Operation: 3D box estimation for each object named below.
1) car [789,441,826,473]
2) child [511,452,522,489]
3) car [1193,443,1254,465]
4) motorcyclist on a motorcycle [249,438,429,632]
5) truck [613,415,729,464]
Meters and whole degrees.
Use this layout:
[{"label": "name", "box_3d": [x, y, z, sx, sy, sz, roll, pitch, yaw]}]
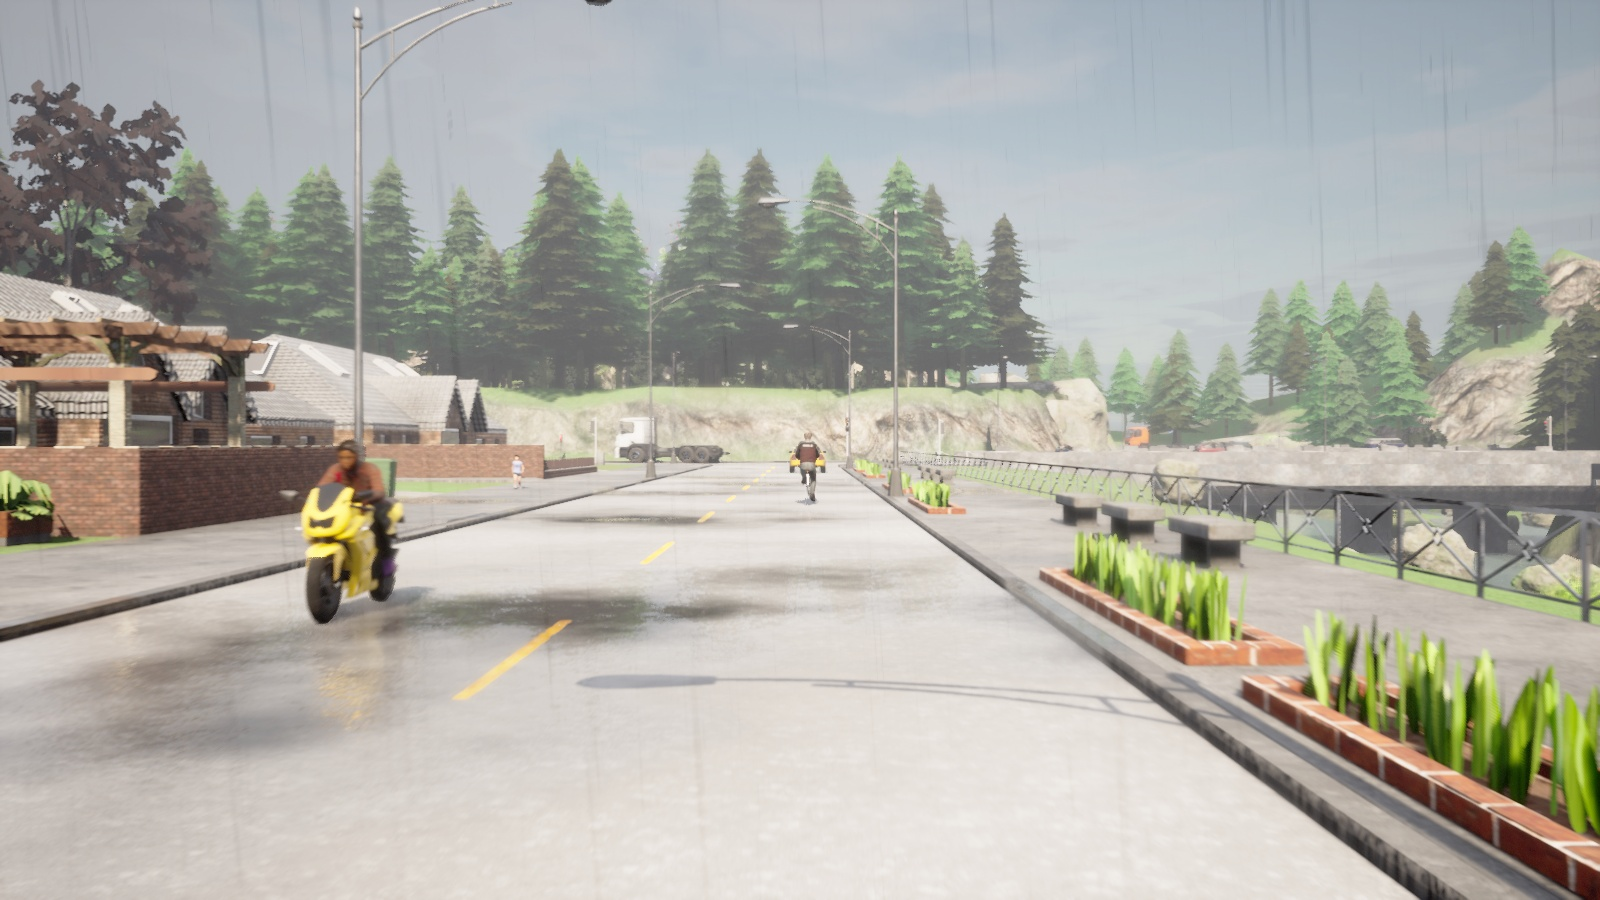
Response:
[{"label": "car", "box_3d": [0.385, 0.324, 64.192, 1.801, 1.575, 5.366, 0, 0, 0]}, {"label": "child", "box_3d": [-8.521, 0.617, 37.734, 0.255, 1.110, 0.394, 0, 0, -4]}, {"label": "car", "box_3d": [29.876, 0.249, 88.749, 3.705, 1.549, 1.789, 0, 0, 0]}, {"label": "motorcyclist on a motorcycle", "box_3d": [-3.922, 0.664, 10.885, 0.797, 1.523, 2.044, 0, 0, 0]}, {"label": "truck", "box_3d": [-9.372, -0.759, 91.615, 7.936, 3.462, 2.891, 0, 0, 14]}]
